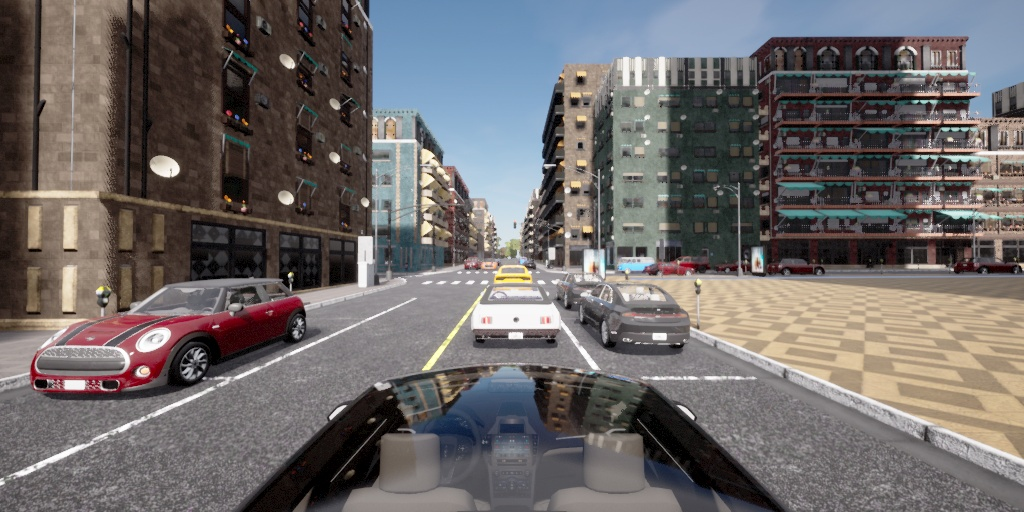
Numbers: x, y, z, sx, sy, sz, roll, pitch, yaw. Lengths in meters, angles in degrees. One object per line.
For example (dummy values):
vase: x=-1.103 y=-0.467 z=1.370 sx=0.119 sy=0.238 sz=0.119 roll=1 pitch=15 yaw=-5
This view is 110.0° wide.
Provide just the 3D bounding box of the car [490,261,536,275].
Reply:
car: x=0.055 y=1.232 z=19.056 sx=1.882 sy=1.535 sz=5.008 roll=0 pitch=0 yaw=0

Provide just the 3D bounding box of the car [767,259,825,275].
car: x=24.699 y=0.934 z=31.185 sx=4.097 sy=1.591 sz=1.967 roll=0 pitch=0 yaw=0

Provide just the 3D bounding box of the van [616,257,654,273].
van: x=13.688 y=1.044 z=39.620 sx=3.998 sy=1.789 sz=1.690 roll=0 pitch=0 yaw=0

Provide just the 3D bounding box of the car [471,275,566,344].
car: x=0.082 y=1.353 z=9.603 sx=1.895 sy=1.301 sz=4.718 roll=0 pitch=0 yaw=0

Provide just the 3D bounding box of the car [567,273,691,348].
car: x=2.805 y=1.302 z=9.020 sx=2.007 sy=1.370 sz=4.403 roll=0 pitch=0 yaw=0

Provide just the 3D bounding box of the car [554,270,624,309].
car: x=2.793 y=1.304 z=14.590 sx=2.007 sy=1.370 sz=4.403 roll=0 pitch=0 yaw=0

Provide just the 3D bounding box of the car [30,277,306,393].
car: x=-5.830 y=1.191 z=6.765 sx=1.967 sy=1.591 sz=4.097 roll=0 pitch=0 yaw=0

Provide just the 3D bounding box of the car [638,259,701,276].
car: x=13.644 y=1.161 z=31.240 sx=4.207 sy=1.307 sz=1.802 roll=0 pitch=0 yaw=0

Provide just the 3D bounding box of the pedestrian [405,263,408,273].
pedestrian: x=-12.618 y=1.096 z=42.714 sx=0.375 sy=1.860 sz=0.375 roll=0 pitch=0 yaw=0

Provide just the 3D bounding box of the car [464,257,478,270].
car: x=-5.800 y=1.081 z=52.804 sx=2.192 sy=1.841 sz=5.009 roll=0 pitch=0 yaw=0

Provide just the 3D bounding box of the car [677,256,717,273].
car: x=19.215 y=0.976 z=39.593 sx=5.009 sy=1.841 sz=2.192 roll=0 pitch=0 yaw=0

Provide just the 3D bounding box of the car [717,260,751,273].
car: x=24.743 y=1.163 z=39.565 sx=4.507 sy=1.381 sz=1.888 roll=0 pitch=0 yaw=0

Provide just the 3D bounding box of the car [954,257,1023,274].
car: x=41.281 y=0.810 z=31.102 sx=4.097 sy=1.591 sz=1.967 roll=0 pitch=0 yaw=0

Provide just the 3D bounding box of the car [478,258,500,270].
car: x=-3.200 y=1.118 z=51.037 sx=2.097 sy=1.767 sz=4.553 roll=0 pitch=0 yaw=0

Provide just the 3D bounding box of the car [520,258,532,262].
car: x=2.580 y=1.332 z=52.782 sx=1.948 sy=1.339 sz=4.313 roll=0 pitch=0 yaw=0
